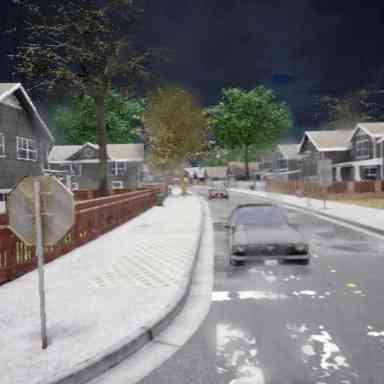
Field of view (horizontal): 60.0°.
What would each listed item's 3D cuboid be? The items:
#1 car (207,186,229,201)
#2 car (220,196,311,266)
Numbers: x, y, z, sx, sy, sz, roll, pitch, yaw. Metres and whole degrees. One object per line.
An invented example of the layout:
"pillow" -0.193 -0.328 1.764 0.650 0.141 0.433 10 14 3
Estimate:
"car" 2.666 0.091 34.831 1.994 1.385 4.181 -2 2 -1
"car" 1.962 1.068 9.975 2.033 1.411 5.357 -2 2 5
